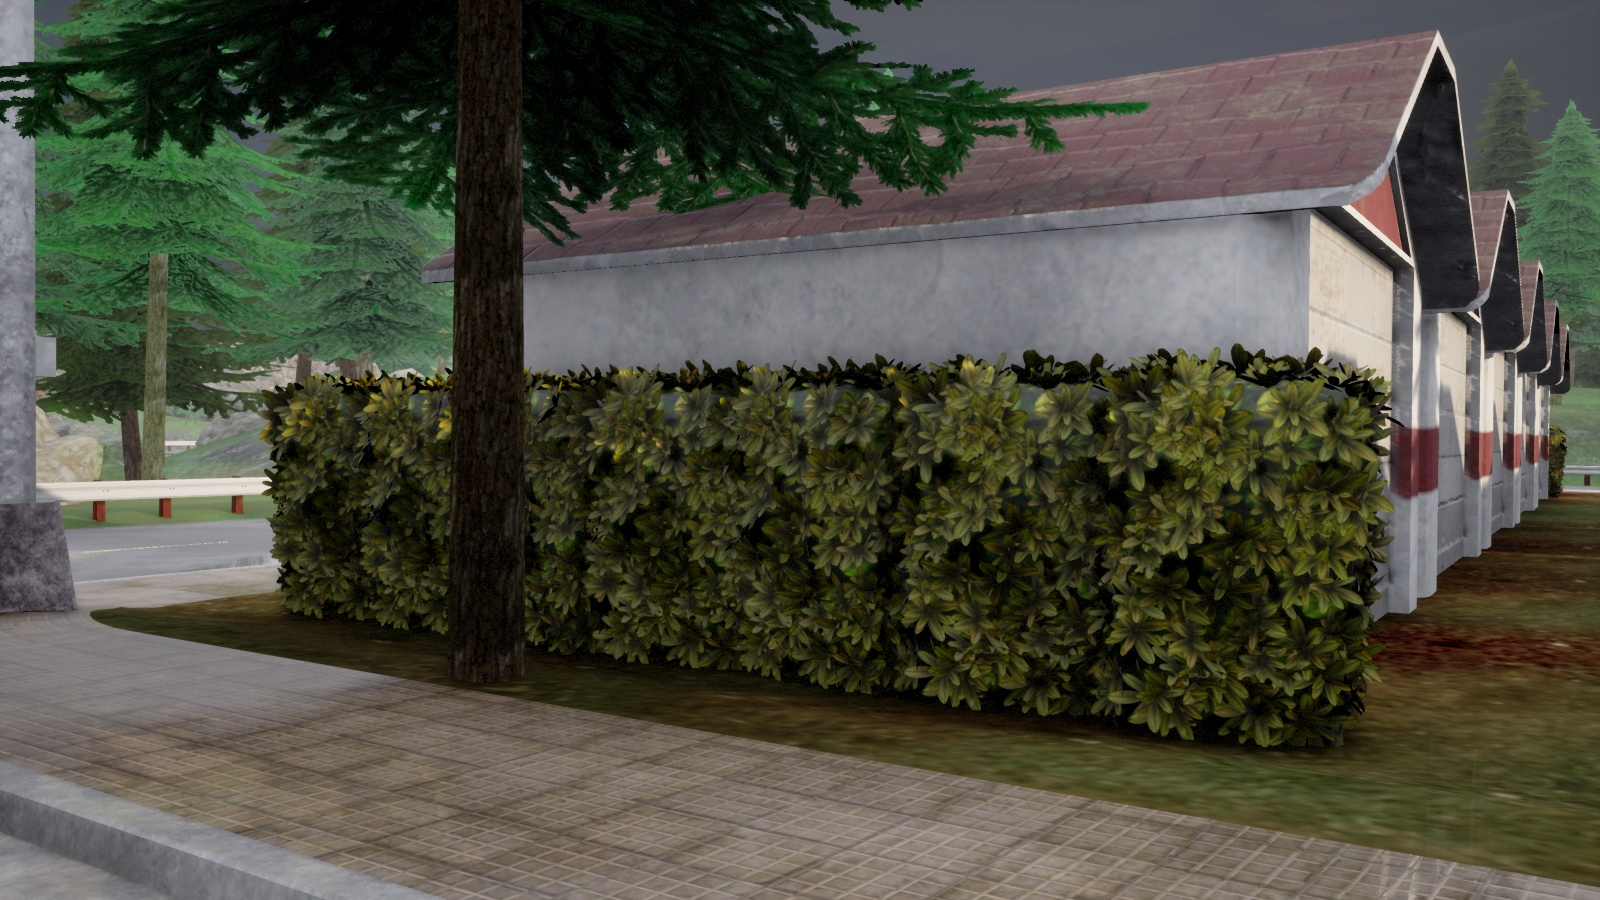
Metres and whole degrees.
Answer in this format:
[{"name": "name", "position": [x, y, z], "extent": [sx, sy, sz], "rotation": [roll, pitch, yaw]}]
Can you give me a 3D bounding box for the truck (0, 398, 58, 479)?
[{"name": "truck", "position": [-36.232, -0.451, 53.031], "extent": [2.891, 3.462, 7.936], "rotation": [0, 1, 31]}]
